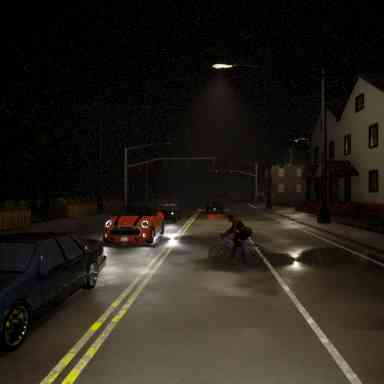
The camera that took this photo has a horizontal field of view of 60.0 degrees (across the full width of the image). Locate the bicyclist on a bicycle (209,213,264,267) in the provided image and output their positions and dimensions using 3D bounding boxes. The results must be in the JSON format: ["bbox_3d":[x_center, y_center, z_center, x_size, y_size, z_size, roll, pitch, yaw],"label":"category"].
[{"bbox_3d":[1.340,1.453,10.055,1.656,1.620,0.582,-1,0,4],"label":"bicyclist on a bicycle"}]

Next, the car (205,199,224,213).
[{"bbox_3d":[2.479,1.505,36.442,1.837,1.490,4.892,0,0,4],"label":"car"}]

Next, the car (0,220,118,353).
[{"bbox_3d":[-3.266,1.547,6.456,2.033,1.411,5.357,0,0,4],"label":"car"}]

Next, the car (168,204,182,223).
[{"bbox_3d":[-1.946,1.601,25.727,1.895,1.301,4.718,0,0,4],"label":"car"}]

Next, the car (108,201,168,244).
[{"bbox_3d":[-2.624,1.352,15.889,2.097,1.767,4.553,0,0,4],"label":"car"}]
